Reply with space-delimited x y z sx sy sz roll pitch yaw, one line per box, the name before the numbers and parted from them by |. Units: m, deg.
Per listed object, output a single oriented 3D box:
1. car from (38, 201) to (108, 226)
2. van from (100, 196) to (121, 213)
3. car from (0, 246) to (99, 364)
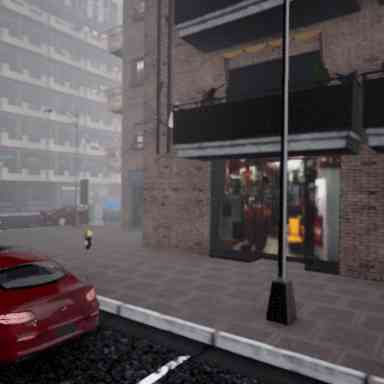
car | -8.629 1.592 23.804 1.887 1.381 4.507 0 0 36
van | -8.812 1.377 37.922 1.690 1.788 3.998 0 0 36
car | -3.240 1.537 5.311 4.206 1.307 1.802 1 1 36
